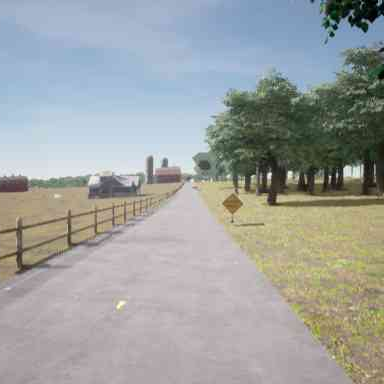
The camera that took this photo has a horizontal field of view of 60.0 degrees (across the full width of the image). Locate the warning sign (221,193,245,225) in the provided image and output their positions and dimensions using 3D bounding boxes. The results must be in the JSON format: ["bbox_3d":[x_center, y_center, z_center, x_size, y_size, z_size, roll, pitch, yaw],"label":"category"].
[{"bbox_3d":[2.469,0.999,20.219,1.300,1.860,1.060,1,1,0],"label":"warning sign"}]
